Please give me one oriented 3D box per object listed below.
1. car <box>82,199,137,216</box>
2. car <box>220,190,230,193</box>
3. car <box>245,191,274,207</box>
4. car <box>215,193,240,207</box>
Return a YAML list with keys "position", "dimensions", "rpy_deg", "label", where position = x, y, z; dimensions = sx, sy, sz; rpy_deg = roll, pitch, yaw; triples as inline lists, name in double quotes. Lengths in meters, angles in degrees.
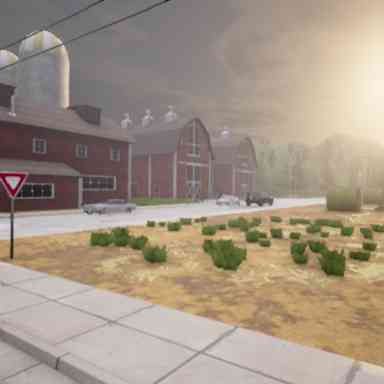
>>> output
- position: [-7.066, 1.289, 28.777]
  dimensions: [1.895, 1.301, 4.718]
  rpy_deg: [1, 1, 35]
  label: "car"
- position: [5.496, 0.774, 54.201]
  dimensions: [1.905, 1.878, 3.866]
  rpy_deg: [6, 1, -8]
  label: "car"
- position: [9.448, 0.946, 46.330]
  dimensions: [2.150, 2.045, 5.566]
  rpy_deg: [1, 0, 36]
  label: "car"
- position: [5.006, 1.210, 46.182]
  dimensions: [1.812, 1.442, 4.674]
  rpy_deg: [1, 0, 35]
  label: "car"
